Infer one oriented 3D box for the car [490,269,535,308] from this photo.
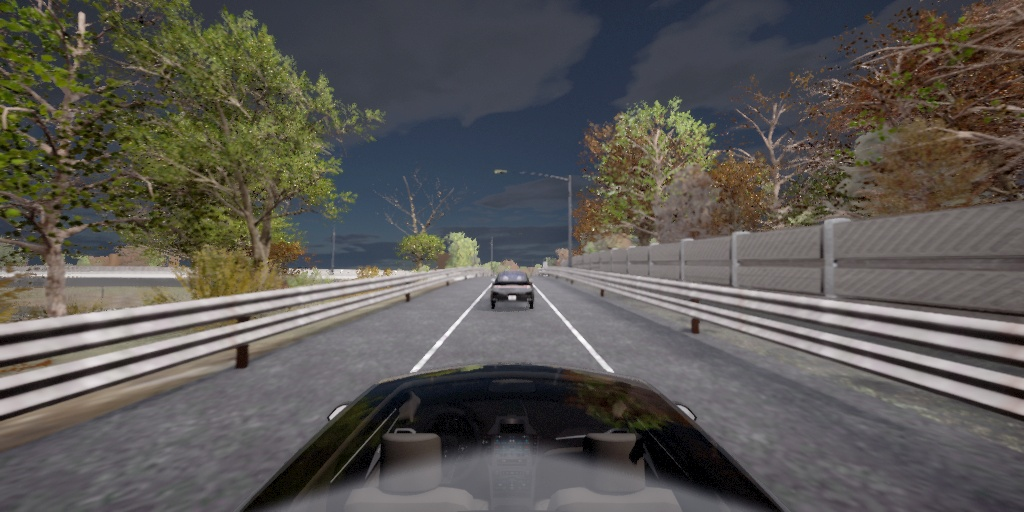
[{"bbox_3d":[0.026,1.449,16.412,2.128,1.511,4.902,0,-1,0],"label":"car"}]
